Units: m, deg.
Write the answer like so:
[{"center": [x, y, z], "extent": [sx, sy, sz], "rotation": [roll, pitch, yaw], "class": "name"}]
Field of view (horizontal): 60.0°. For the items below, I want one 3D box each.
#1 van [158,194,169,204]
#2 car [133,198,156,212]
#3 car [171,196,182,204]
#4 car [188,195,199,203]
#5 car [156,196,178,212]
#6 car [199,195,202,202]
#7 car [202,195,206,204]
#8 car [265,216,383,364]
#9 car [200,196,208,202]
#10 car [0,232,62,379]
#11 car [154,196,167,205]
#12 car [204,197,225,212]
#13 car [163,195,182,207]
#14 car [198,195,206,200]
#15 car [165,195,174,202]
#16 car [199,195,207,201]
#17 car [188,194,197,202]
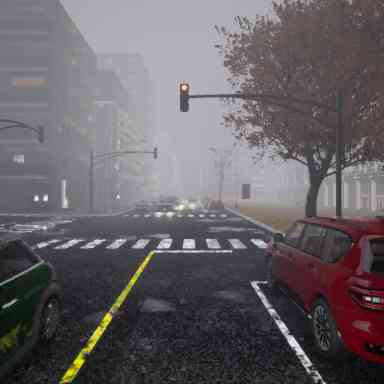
[{"center": [-5.608, 1.384, 65.906], "extent": [1.690, 1.788, 3.998], "rotation": [0, 0, 0], "class": "van"}, {"center": [-5.642, 1.563, 38.242], "extent": [2.008, 1.369, 4.403], "rotation": [0, 0, 0], "class": "car"}, {"center": [-2.955, 1.520, 65.610], "extent": [1.882, 1.535, 5.008], "rotation": [0, 0, 1], "class": "car"}, {"center": [0.184, 1.648, 69.261], "extent": [1.895, 1.301, 4.718], "rotation": [0, 0, 0], "class": "car"}, {"center": [-3.050, 1.561, 39.534], "extent": [2.033, 1.411, 5.357], "rotation": [0, 0, 0], "class": "car"}, {"center": [2.773, 1.625, 65.894], "extent": [1.802, 1.307, 4.206], "rotation": [0, 0, 0], "class": "car"}, {"center": [2.752, 1.548, 49.467], "extent": [1.752, 1.417, 4.829], "rotation": [0, 0, 0], "class": "car"}, {"center": [2.699, 1.315, 5.843], "extent": [2.192, 1.841, 5.009], "rotation": [0, 0, 0], "class": "car"}, {"center": [2.786, 1.584, 77.130], "extent": [1.752, 1.417, 4.829], "rotation": [0, 0, 0], "class": "car"}, {"center": [-3.096, 1.352, 3.313], "extent": [2.097, 1.767, 4.553], "rotation": [0, 0, 0], "class": "car"}, {"center": [-5.614, 1.476, 60.373], "extent": [1.967, 1.590, 4.097], "rotation": [0, 0, 0], "class": "car"}, {"center": [2.738, 1.557, 38.231], "extent": [1.887, 1.381, 4.507], "rotation": [0, 0, 0], "class": "car"}, {"center": [-3.031, 1.376, 51.381], "extent": [2.097, 1.767, 4.553], "rotation": [0, 0, 0], "class": "car"}, {"center": [2.807, 1.638, 93.558], "extent": [2.008, 1.369, 4.403], "rotation": [0, 0, 0], "class": "car"}, {"center": [-5.587, 1.507, 82.504], "extent": [1.967, 1.590, 4.097], "rotation": [0, 0, 0], "class": "car"}, {"center": [2.800, 1.621, 88.026], "extent": [1.887, 1.381, 4.507], "rotation": [0, 0, 0], "class": "car"}, {"center": [0.100, 1.417, 79.328], "extent": [2.097, 1.767, 4.553], "rotation": [0, 0, 0], "class": "car"}]
